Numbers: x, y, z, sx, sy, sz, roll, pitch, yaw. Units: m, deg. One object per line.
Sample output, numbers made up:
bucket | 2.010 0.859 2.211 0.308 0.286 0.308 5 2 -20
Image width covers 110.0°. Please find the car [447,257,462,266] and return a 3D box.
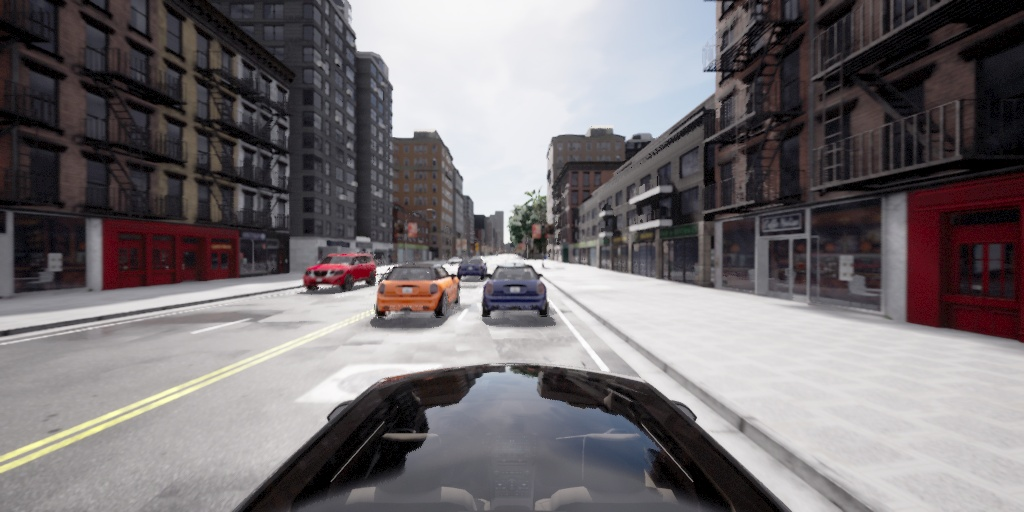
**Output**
car | -9.800 0.886 61.622 1.812 1.442 4.674 0 0 1

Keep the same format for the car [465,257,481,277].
car | -3.161 0.930 29.414 2.097 1.767 4.553 0 0 0

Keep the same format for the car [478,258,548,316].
car | 0.094 1.040 13.132 2.097 1.767 4.553 0 0 0

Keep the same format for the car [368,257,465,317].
car | -3.156 1.041 12.941 2.097 1.767 4.553 0 0 0

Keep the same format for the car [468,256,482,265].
car | -6.552 0.848 63.848 1.837 1.490 4.892 0 0 1

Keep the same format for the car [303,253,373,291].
car | -9.854 0.857 21.088 2.150 2.045 5.566 0 0 0
